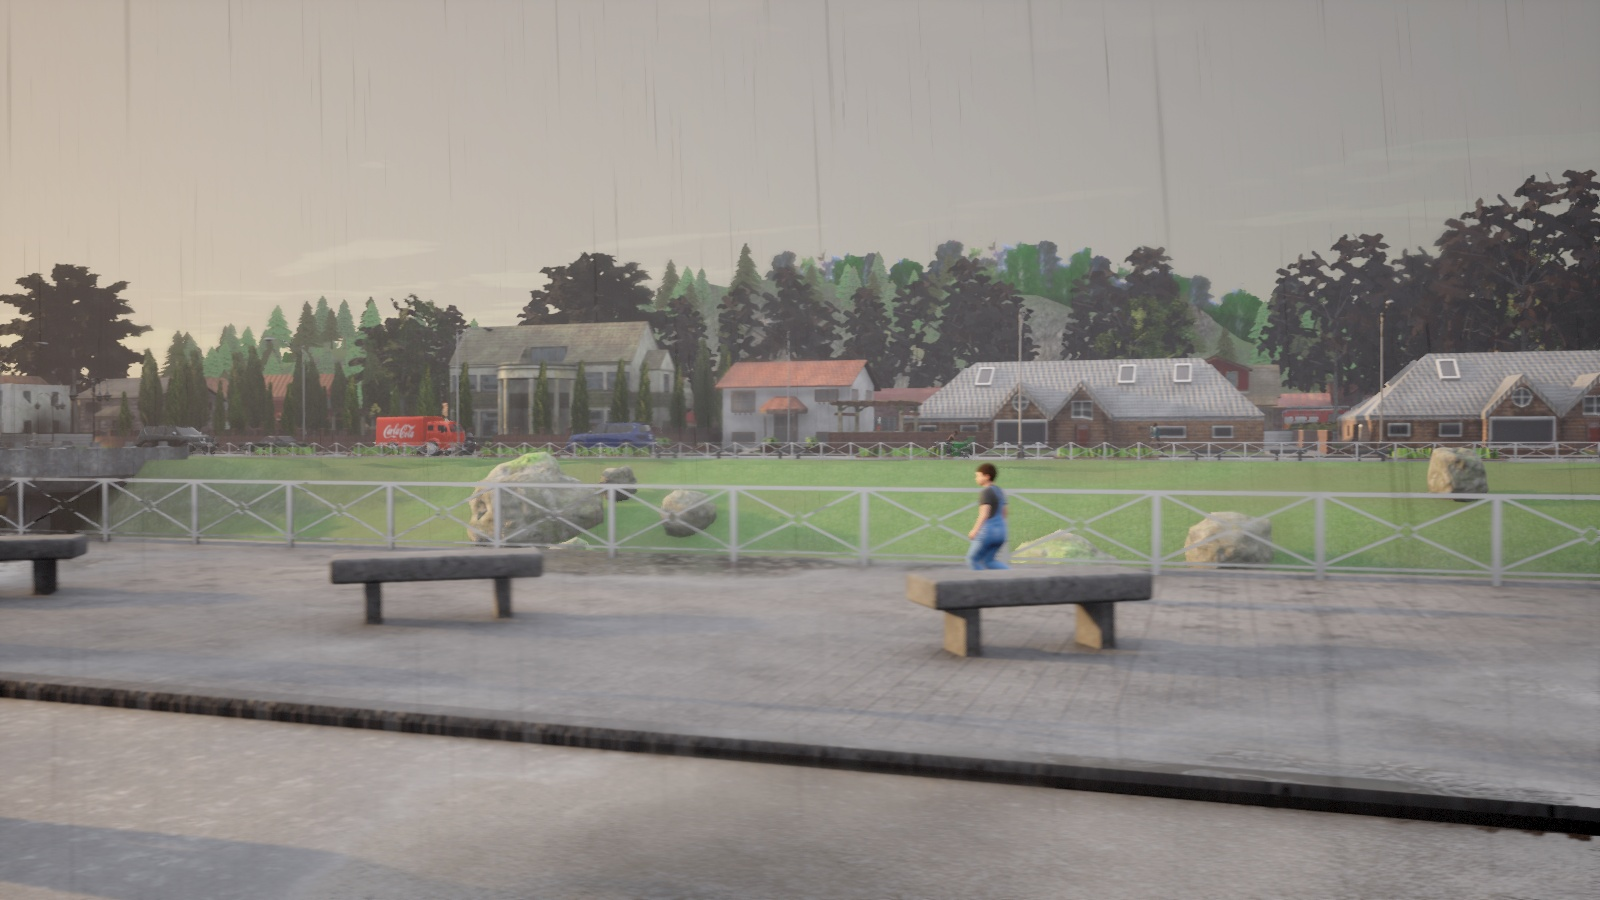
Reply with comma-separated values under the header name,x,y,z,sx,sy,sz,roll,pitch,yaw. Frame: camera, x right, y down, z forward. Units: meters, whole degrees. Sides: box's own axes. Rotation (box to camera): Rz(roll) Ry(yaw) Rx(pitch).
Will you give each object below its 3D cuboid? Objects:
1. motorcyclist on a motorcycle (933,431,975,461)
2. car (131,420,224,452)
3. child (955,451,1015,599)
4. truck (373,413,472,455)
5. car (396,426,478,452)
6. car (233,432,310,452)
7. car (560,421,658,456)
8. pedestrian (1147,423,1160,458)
name,x,y,z,sx,sy,sz,roll,pitch,yaw
motorcyclist on a motorcycle,8.096,-0.219,66.046,2.044,1.523,0.797,1,1,19
car,-40.891,-0.930,82.535,5.566,2.045,2.150,1,1,19
child,1.620,0.646,11.017,0.437,1.263,0.270,1,1,37
truck,-22.980,-0.972,76.502,5.204,2.467,2.627,1,1,19
car,-23.359,-0.712,80.855,4.611,1.667,2.242,1,1,19
car,-35.805,-0.570,85.049,4.718,1.301,1.895,1,1,19
car,-11.686,-0.730,76.923,5.566,2.045,2.150,1,1,19
pedestrian,19.687,-0.509,69.913,0.692,1.930,0.396,1,1,19
